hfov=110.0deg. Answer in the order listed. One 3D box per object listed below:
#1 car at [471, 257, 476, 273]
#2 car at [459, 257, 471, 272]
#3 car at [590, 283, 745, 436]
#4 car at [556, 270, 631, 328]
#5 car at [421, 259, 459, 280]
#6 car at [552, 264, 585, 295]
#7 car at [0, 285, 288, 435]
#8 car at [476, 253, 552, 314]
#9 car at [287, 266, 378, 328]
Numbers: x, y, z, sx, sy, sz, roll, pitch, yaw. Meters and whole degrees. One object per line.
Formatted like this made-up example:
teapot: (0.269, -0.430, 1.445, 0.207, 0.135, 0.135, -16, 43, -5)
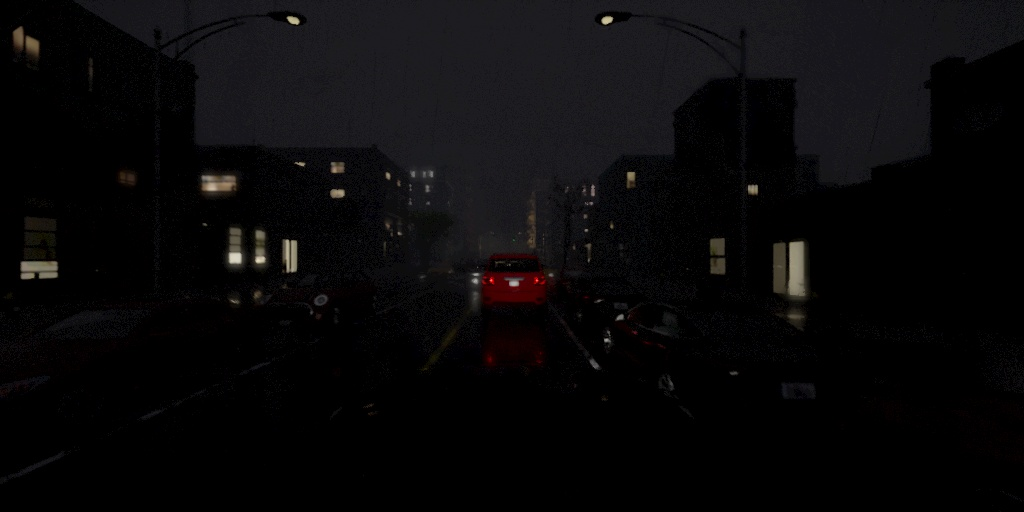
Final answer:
car: (-3.094, 1.045, 39.448, 1.837, 1.490, 4.892, 0, 0, 0)
car: (-5.809, 1.086, 40.301, 2.007, 1.370, 4.403, 0, 0, 0)
car: (2.692, 1.294, 5.456, 1.948, 1.339, 4.313, 0, 0, 0)
car: (2.692, 1.263, 10.989, 1.948, 1.339, 4.313, 0, 0, 0)
car: (-5.756, 1.121, 29.065, 1.751, 1.417, 4.829, 0, 0, 0)
car: (2.700, 1.213, 16.216, 1.888, 1.381, 4.507, 0, 0, 0)
car: (-5.689, 1.311, 5.458, 1.802, 1.307, 4.207, 0, 0, 0)
car: (0.075, 0.905, 13.581, 2.150, 2.045, 5.566, 0, 0, 0)
car: (-5.687, 1.137, 10.992, 1.967, 1.591, 4.097, 0, 0, 0)
